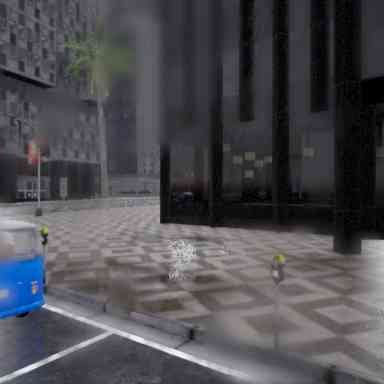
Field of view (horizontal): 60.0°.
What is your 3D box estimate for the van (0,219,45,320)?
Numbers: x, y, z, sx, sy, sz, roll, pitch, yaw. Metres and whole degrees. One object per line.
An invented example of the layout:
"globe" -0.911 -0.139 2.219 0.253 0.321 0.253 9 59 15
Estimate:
"van" -4.410 1.340 6.107 3.998 1.788 1.690 0 0 36
